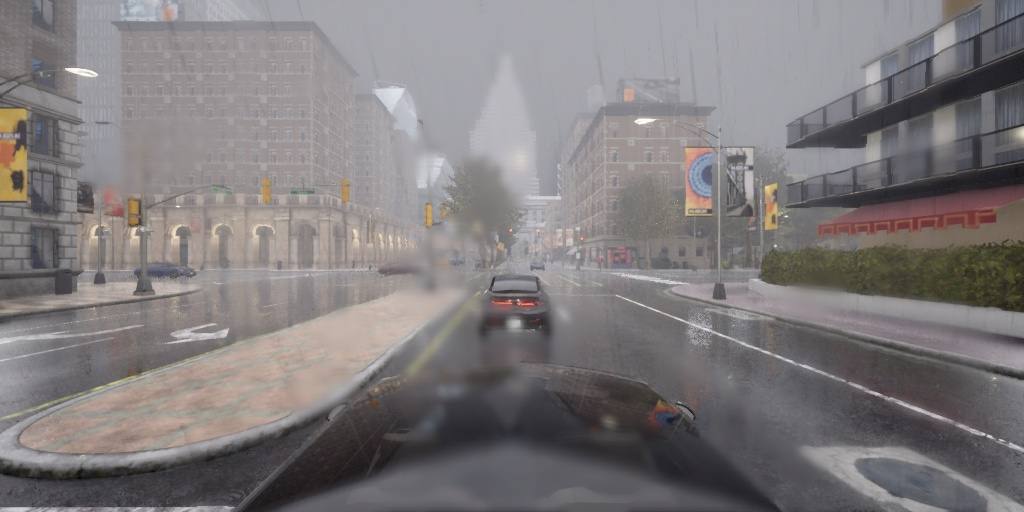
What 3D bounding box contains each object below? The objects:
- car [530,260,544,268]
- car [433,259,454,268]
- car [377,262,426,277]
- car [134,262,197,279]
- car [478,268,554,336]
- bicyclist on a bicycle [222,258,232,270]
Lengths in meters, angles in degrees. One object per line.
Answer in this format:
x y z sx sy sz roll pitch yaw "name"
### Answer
3.685 1.319 52.831 1.994 1.385 4.181 0 0 1 "car"
-11.407 1.234 59.668 1.882 1.535 5.008 0 0 0 "car"
-10.890 1.279 35.587 4.674 1.442 1.812 0 0 -19 "car"
-31.232 1.279 32.315 4.674 1.442 1.812 0 0 0 "car"
0.101 1.256 10.329 1.837 1.490 4.892 0 0 0 "car"
-37.170 1.055 46.769 0.582 1.620 1.656 0 0 0 "bicyclist on a bicycle"
